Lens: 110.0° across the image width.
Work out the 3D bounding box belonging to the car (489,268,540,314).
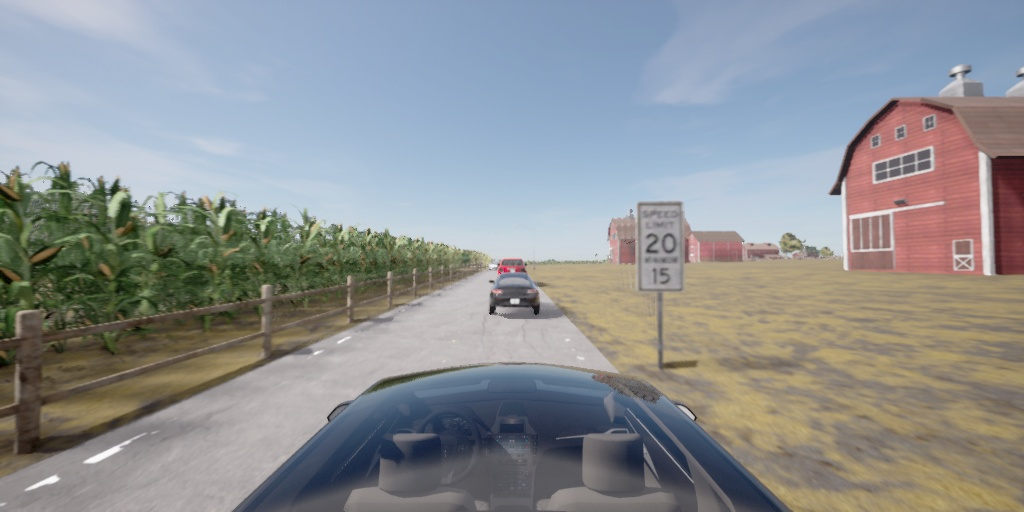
[{"bbox_3d":[0.050,1.374,14.220,1.812,1.442,4.674,0,-1,-1],"label":"car"}]

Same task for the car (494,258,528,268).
[{"bbox_3d":[0.030,1.158,28.092,2.150,2.045,5.566,0,0,1],"label":"car"}]

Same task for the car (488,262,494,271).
[{"bbox_3d":[-2.821,1.682,58.649,1.812,1.442,4.674,0,-1,0],"label":"car"}]
